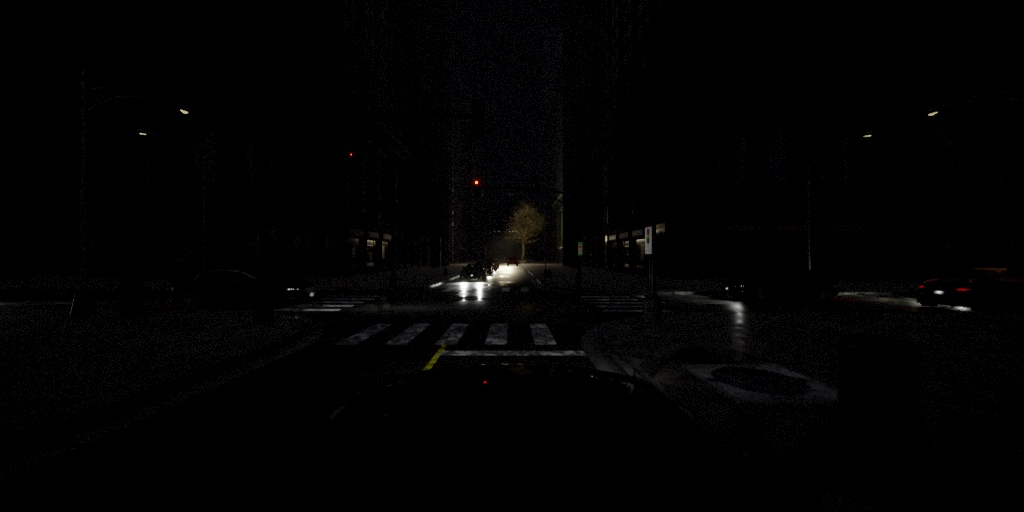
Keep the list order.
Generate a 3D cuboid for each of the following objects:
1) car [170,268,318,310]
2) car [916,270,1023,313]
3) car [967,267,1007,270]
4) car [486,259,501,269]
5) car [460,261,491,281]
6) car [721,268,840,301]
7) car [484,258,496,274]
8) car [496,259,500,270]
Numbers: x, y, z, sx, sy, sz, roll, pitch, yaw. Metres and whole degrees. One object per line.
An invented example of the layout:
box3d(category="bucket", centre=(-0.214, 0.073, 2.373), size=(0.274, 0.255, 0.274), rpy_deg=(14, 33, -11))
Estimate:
box3d(category="car", centre=(-10.151, 1.205, 13.784), size=(4.902, 1.511, 2.128), rpy_deg=(0, 0, 0))
box3d(category="car", centre=(18.380, 1.369, 13.763), size=(4.181, 1.385, 1.994), rpy_deg=(0, 0, 0))
box3d(category="car", centre=(22.545, 1.299, 16.960), size=(5.008, 1.535, 1.882), rpy_deg=(0, 0, 0))
box3d(category="car", centre=(-3.032, 1.268, 58.541), size=(2.128, 1.511, 4.902), rpy_deg=(0, 0, 0))
box3d(category="car", centre=(-3.092, 1.314, 29.564), size=(1.994, 1.385, 4.181), rpy_deg=(0, 0, 0))
box3d(category="car", centre=(12.590, 1.297, 16.969), size=(4.892, 1.490, 1.837), rpy_deg=(0, 0, 0))
box3d(category="car", centre=(-3.089, 1.231, 38.634), size=(1.882, 1.535, 5.008), rpy_deg=(0, 0, 0))
box3d(category="car", centre=(-3.075, 1.115, 48.280), size=(2.097, 1.767, 4.553), rpy_deg=(0, 0, 0))
